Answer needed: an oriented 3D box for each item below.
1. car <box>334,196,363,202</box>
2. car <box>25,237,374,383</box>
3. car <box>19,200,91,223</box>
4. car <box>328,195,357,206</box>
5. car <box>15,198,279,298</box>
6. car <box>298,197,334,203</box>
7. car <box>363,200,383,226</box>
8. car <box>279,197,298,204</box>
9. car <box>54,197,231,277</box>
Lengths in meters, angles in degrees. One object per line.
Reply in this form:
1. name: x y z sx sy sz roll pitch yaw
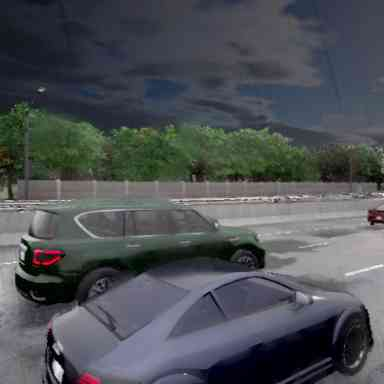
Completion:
1. car: 18.906 1.442 38.750 4.181 1.385 1.994 -1 0 -35
2. car: 0.419 1.561 4.164 4.181 1.385 1.994 0 0 -35
3. car: -10.801 1.480 26.367 4.902 1.511 2.128 0 0 -35
4. car: 22.506 1.272 49.788 4.674 1.442 1.812 -1 1 -35
5. car: -0.820 1.217 7.455 5.566 2.045 2.150 0 0 -35
6. car: 15.659 1.371 40.751 5.008 1.535 1.882 -1 0 -35
7. car: 13.536 1.444 21.910 5.008 1.535 1.882 0 0 -35
8. car: 13.502 1.432 47.773 4.181 1.385 1.994 -1 0 -35
9. car: -1.474 1.213 11.284 5.566 2.045 2.150 0 0 -35
